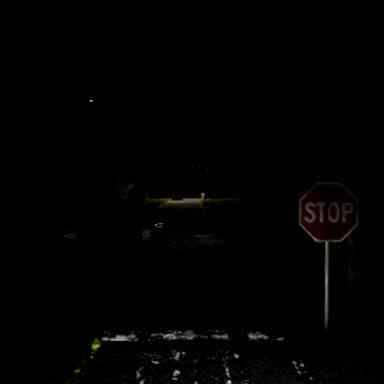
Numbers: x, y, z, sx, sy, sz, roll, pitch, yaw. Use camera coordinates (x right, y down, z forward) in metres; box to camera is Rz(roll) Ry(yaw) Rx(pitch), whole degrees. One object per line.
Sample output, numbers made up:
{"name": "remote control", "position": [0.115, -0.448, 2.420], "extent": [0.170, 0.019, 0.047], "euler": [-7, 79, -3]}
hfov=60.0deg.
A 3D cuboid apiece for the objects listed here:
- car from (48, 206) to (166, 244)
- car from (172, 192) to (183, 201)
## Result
{"name": "car", "position": [-3.654, 1.375, 14.681], "extent": [5.008, 1.535, 1.882], "euler": [0, 0, -5]}
{"name": "car", "position": [-2.947, 0.879, 67.617], "extent": [2.097, 1.767, 4.553], "euler": [0, 0, 0]}
